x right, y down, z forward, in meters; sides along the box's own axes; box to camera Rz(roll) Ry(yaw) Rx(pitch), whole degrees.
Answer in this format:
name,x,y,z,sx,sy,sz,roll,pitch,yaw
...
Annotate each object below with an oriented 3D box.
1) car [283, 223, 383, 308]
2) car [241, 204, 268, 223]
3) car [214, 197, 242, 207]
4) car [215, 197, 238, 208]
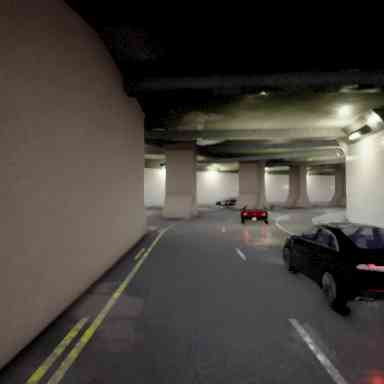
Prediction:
name,x,y,z,sx,sy,sz,roll,pitch,yaw
car,3.567,1.478,7.856,2.128,1.511,4.902,0,0,0
car,4.787,1.557,25.023,1.895,1.301,4.718,0,0,13
car,5.527,1.475,50.930,4.181,1.385,1.994,0,0,-39
car,6.076,1.409,46.776,4.902,1.511,2.128,0,0,-42
